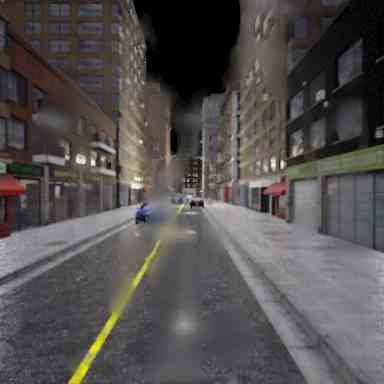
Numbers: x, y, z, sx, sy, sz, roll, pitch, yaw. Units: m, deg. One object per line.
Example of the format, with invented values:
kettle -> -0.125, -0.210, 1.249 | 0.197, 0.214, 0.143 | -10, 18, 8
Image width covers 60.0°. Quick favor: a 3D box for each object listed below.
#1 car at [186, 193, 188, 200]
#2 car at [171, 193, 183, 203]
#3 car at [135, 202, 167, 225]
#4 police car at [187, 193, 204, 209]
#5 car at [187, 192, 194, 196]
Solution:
car -> -0.252, 0.984, 79.763 | 2.150, 2.045, 5.566 | 0, 0, 0
car -> -2.963, 1.150, 65.486 | 2.150, 2.045, 5.566 | 0, 0, 0
car -> -2.923, 1.468, 24.301 | 1.882, 1.535, 5.008 | 0, 0, 0
police car -> 0.683, 1.390, 45.373 | 1.930, 1.638, 5.238 | 0, 0, 0
car -> 0.651, 1.300, 55.233 | 2.097, 1.767, 4.553 | 0, 0, 0
